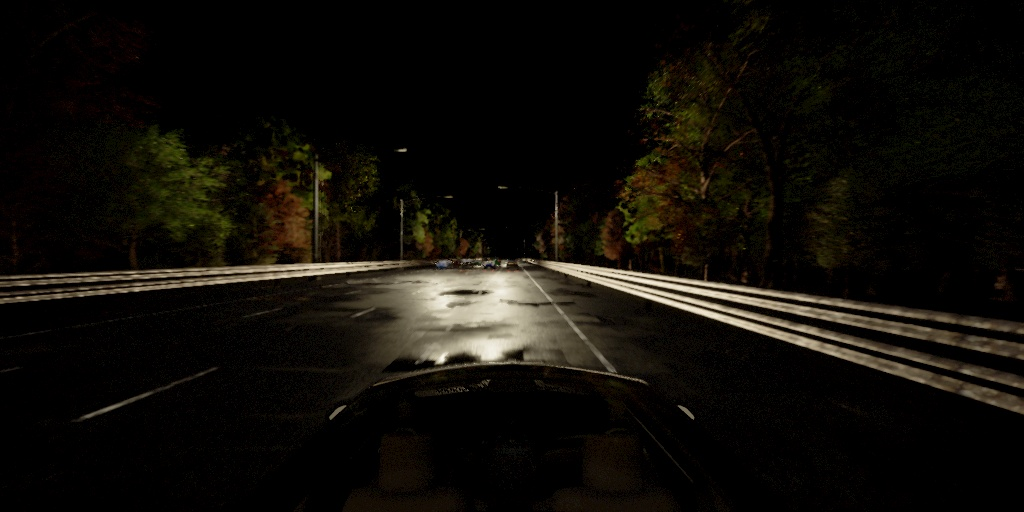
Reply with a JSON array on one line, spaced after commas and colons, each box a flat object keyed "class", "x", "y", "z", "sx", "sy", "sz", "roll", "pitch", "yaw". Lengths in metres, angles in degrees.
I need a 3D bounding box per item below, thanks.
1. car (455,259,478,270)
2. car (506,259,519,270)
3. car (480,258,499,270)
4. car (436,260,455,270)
[{"class": "car", "x": -6.937, "y": 1.321, "z": 55.598, "sx": 2.128, "sy": 1.511, "sz": 4.902, "roll": 0, "pitch": 0, "yaw": 0}, {"class": "car", "x": 0.063, "y": 1.339, "z": 55.591, "sx": 2.128, "sy": 1.511, "sz": 4.902, "roll": 0, "pitch": 0, "yaw": 0}, {"class": "car", "x": -3.437, "y": 1.440, "z": 56.040, "sx": 1.895, "sy": 1.301, "sz": 4.718, "roll": 0, "pitch": 0, "yaw": 0}, {"class": "car", "x": -10.437, "y": 1.367, "z": 55.601, "sx": 2.033, "sy": 1.411, "sz": 5.357, "roll": 0, "pitch": 0, "yaw": 0}]
